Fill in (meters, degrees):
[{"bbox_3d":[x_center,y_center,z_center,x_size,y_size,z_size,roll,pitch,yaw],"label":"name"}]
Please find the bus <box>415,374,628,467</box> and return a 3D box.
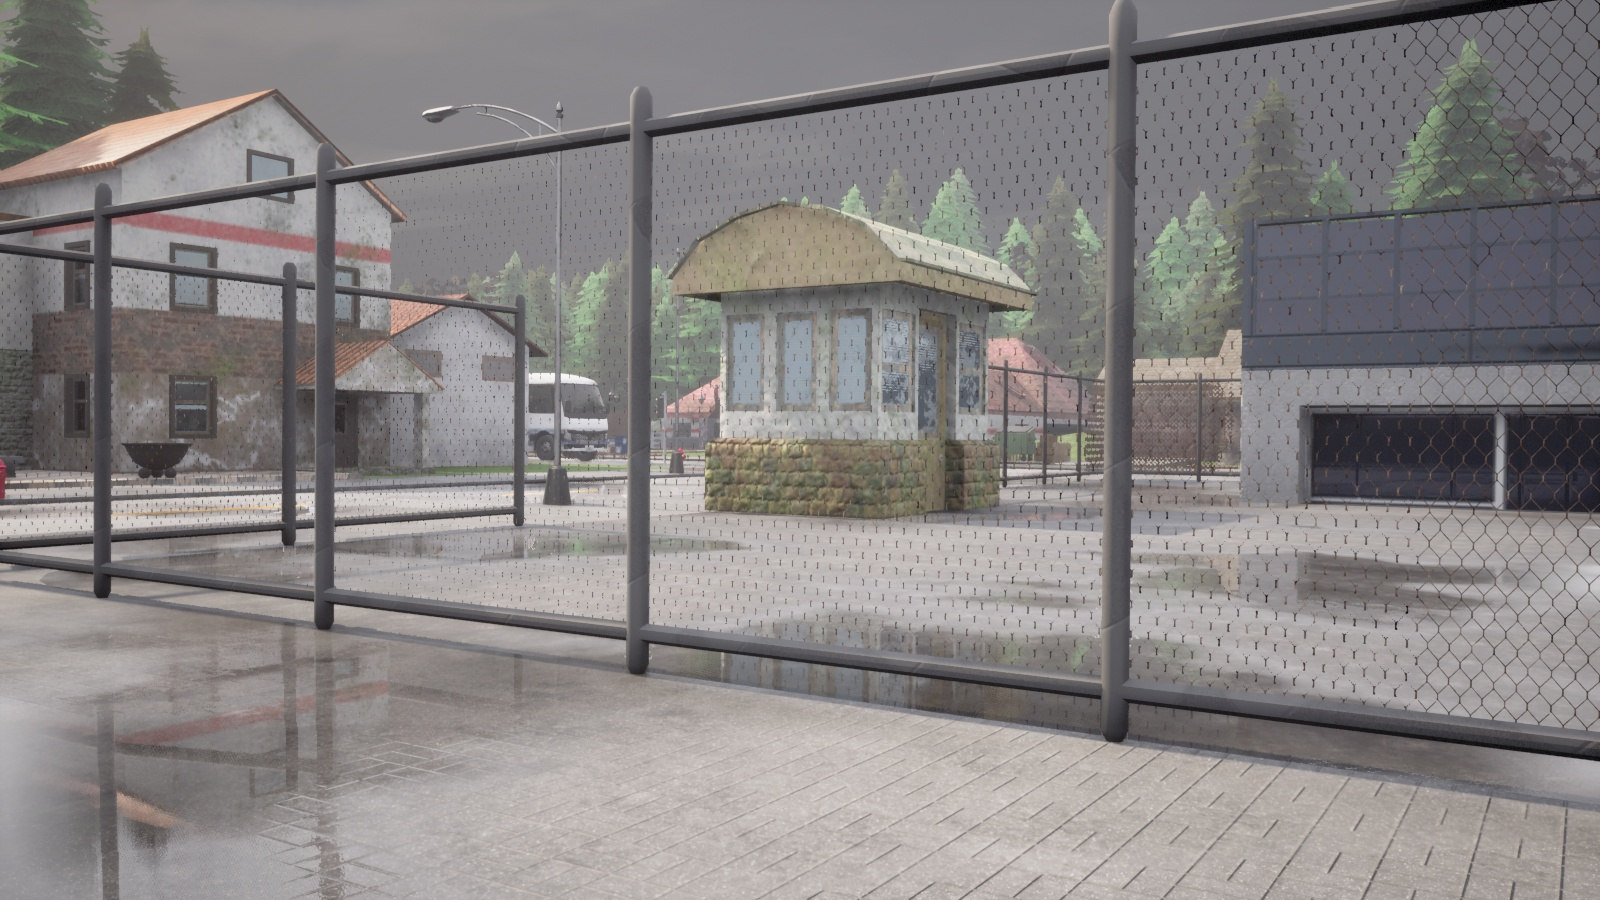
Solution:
[{"bbox_3d":[-13.741,-1.362,61.640,10.273,4.253,3.944,0,1,31],"label":"bus"}]
